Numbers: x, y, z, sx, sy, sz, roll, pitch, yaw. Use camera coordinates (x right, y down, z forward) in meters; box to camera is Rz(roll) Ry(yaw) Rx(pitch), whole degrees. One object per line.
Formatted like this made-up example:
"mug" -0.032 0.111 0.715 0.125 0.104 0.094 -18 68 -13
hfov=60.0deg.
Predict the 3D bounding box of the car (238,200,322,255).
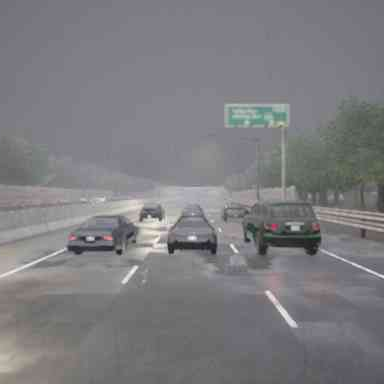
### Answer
"car" 3.513 1.337 13.951 2.150 2.045 5.566 0 0 0

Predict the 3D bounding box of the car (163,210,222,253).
"car" 0.020 1.687 14.285 1.994 1.385 4.181 0 0 0

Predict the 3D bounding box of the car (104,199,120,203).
"car" -17.010 2.091 72.381 1.895 1.301 4.718 0 0 1

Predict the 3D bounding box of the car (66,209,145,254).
"car" -3.487 1.667 13.940 2.033 1.411 5.357 0 0 0

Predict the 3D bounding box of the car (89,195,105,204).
"car" -20.510 1.721 72.438 2.150 2.045 5.566 0 0 1

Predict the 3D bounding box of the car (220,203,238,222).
"car" 3.575 1.718 29.190 2.128 1.511 4.902 0 0 1

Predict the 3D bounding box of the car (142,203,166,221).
"car" -3.425 1.733 29.230 1.837 1.490 4.892 0 0 0

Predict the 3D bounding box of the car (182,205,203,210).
"car" 0.079 1.790 29.252 1.994 1.385 4.181 0 0 0

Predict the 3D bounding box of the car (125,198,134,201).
"car" -13.510 2.048 72.357 1.994 1.385 4.181 0 0 1
